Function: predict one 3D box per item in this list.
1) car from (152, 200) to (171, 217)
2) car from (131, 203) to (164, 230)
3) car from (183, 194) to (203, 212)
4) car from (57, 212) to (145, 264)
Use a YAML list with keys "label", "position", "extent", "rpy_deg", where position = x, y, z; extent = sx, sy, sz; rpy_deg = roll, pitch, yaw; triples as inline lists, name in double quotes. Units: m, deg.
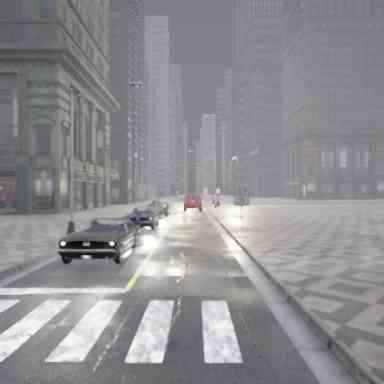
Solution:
- label: "car"
  position: [-3.079, 1.519, 31.408]
  extent: [2.128, 1.511, 4.902]
  rpy_deg: [0, 0, 0]
- label: "car"
  position: [-3.099, 1.616, 21.330]
  extent: [1.895, 1.301, 4.718]
  rpy_deg: [0, 0, 0]
- label: "car"
  position: [0.101, 1.259, 39.627]
  extent: [2.150, 2.045, 5.566]
  rpy_deg: [0, 0, 0]
- label: "car"
  position: [-3.098, 1.608, 11.985]
  extent: [1.895, 1.301, 4.718]
  rpy_deg: [0, 0, 0]
